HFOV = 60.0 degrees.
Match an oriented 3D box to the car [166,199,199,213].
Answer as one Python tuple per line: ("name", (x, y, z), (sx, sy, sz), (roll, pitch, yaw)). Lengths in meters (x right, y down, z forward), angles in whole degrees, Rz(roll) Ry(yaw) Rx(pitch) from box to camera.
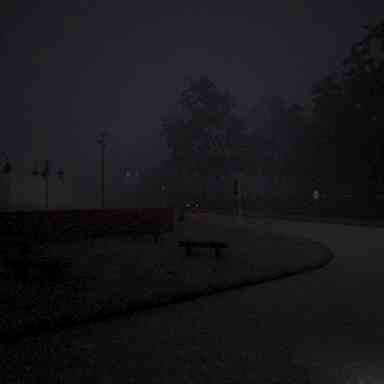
("car", (-1.109, 1.526, 35.724), (1.812, 1.442, 4.674), (0, 0, -35))
